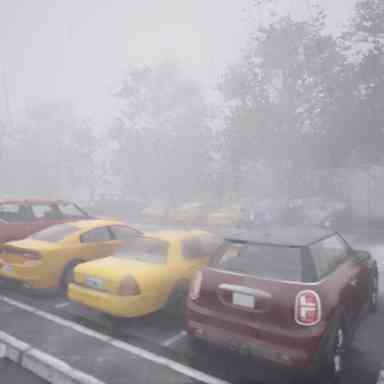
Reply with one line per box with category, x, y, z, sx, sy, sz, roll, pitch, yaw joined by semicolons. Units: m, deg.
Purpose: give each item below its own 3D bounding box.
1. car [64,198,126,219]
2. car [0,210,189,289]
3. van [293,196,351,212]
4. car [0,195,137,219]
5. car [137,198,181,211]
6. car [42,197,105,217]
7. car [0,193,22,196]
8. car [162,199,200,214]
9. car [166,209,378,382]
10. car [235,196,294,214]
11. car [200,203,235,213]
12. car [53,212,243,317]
car;-8.531;1.379;29.643;2.097;1.535;5.008;1;1;36
car;-2.504;1.499;9.144;2.097;1.535;5.008;0;0;36
van;7.316;1.280;18.050;1.878;1.987;4.442;0;0;36
car;-4.740;1.240;10.800;2.435;2.045;5.566;0;0;36
car;-1.730;1.342;24.764;2.185;1.767;4.553;1;0;36
car;-10.904;1.330;31.121;1.946;1.575;5.366;1;1;36
car;-17.474;1.148;36.086;2.231;1.521;4.892;2;1;36
car;0.507;1.481;23.104;2.097;1.535;5.008;0;0;36
car;1.893;1.390;5.937;2.185;1.767;4.553;0;0;36
car;5.110;1.247;19.752;2.435;2.045;5.566;0;0;36
car;2.976;1.487;21.556;1.946;1.575;5.366;0;0;36
car;-0.135;1.505;7.670;1.946;1.575;5.366;0;0;36
